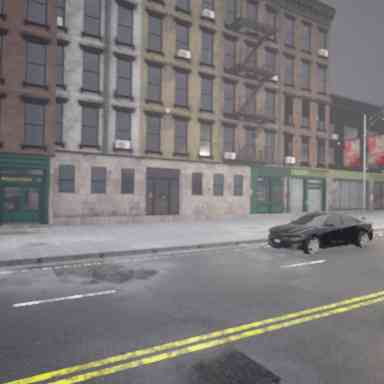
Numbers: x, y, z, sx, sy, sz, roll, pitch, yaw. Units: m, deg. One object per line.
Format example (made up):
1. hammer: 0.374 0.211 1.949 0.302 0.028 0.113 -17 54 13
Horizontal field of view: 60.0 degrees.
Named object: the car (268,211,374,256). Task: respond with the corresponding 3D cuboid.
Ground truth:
1. car: 5.396 1.584 13.823 5.008 1.535 1.882 0 0 -30
